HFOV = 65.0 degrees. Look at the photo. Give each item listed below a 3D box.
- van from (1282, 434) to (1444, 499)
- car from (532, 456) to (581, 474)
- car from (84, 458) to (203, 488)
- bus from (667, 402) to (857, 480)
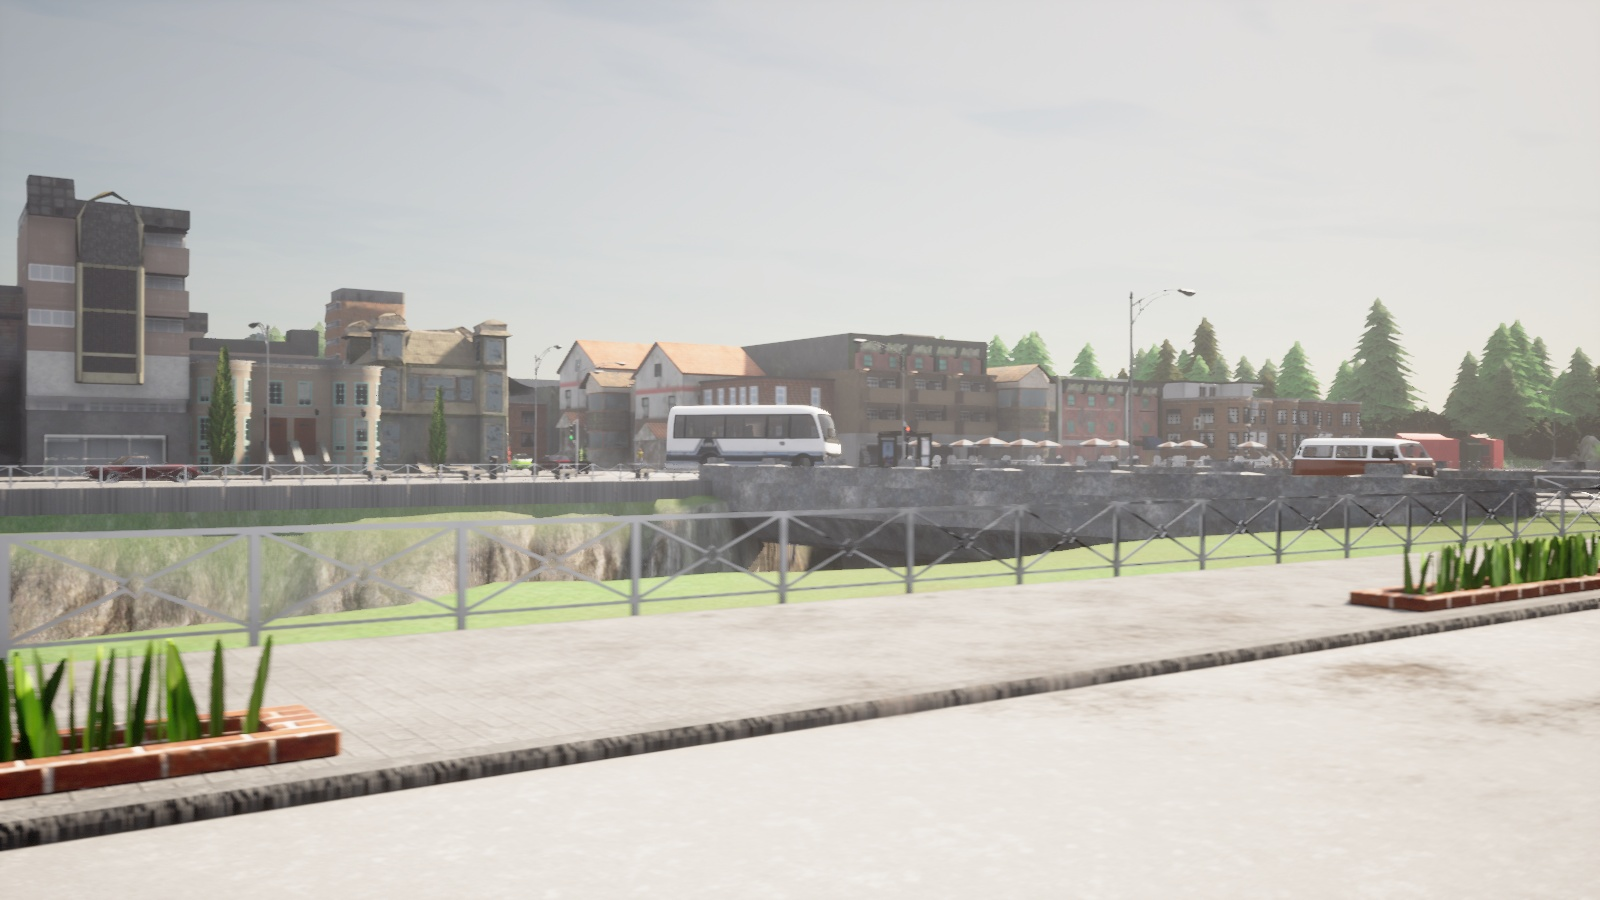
[{"bbox_3d":[18.691,0.531,41.870,2.069,2.038,4.480,0,0,-35],"label":"van"},{"bbox_3d":[-18.498,1.118,95.256,1.895,1.301,4.718,0,0,-34],"label":"car"},{"bbox_3d":[-30.435,1.052,58.280,4.718,1.301,1.895,0,0,-35],"label":"car"},{"bbox_3d":[-2.179,-0.449,72.775,10.273,4.253,3.944,0,-1,19],"label":"bus"}]
